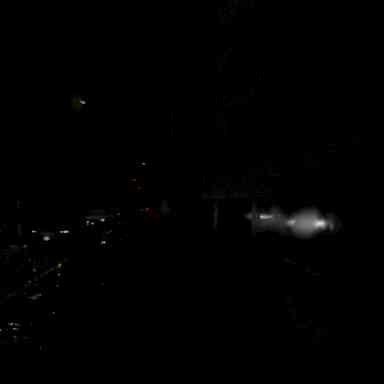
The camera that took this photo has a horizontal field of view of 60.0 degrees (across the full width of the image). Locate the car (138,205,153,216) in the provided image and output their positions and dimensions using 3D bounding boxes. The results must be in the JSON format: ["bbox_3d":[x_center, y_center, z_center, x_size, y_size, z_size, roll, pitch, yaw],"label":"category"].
[{"bbox_3d":[-7.065,2.810,51.259,2.033,1.411,5.357,1,-2,-6],"label":"car"}]

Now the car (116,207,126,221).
[{"bbox_3d":[-8.527,2.353,36.842,1.812,1.442,4.674,1,-2,-5],"label":"car"}]

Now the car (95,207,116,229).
[{"bbox_3d":[-7.537,2.096,26.755,1.812,1.442,4.674,1,-2,-6],"label":"car"}]

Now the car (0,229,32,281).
[{"bbox_3d":[-5.603,1.688,7.569,1.895,1.301,4.718,1,-2,-6],"label":"car"}]

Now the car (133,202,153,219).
[{"bbox_3d":[-5.940,2.197,40.247,2.150,2.045,5.566,1,-2,-6],"label":"car"}]

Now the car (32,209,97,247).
[{"bbox_3d":[-6.543,1.812,16.868,2.128,1.511,4.902,1,-2,-6],"label":"car"}]
